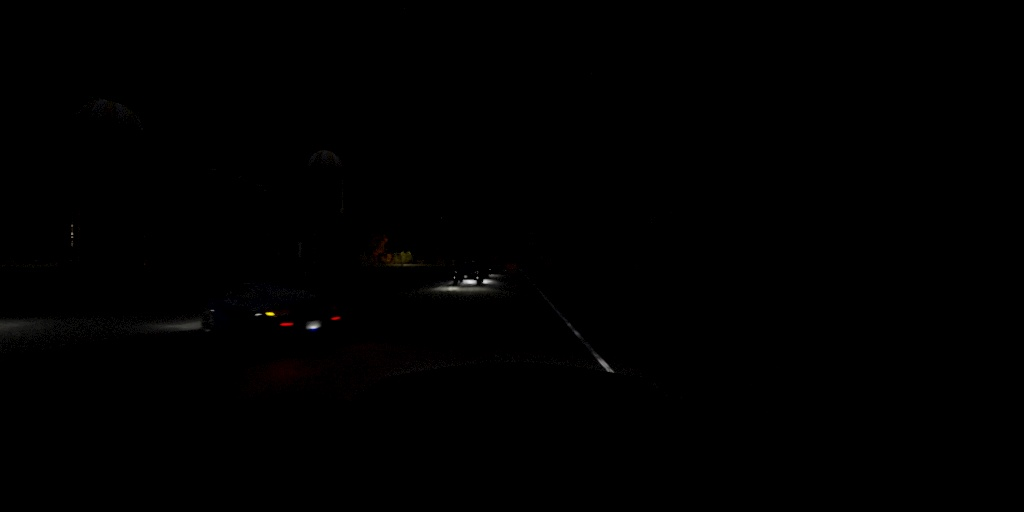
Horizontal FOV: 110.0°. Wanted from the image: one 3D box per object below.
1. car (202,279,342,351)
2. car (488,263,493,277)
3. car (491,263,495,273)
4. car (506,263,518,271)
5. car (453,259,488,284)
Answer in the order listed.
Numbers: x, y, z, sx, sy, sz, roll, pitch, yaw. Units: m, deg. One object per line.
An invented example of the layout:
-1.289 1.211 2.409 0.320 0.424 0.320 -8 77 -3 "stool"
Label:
-6.163 1.323 9.175 4.674 1.442 1.812 0 -1 37 "car"
-3.587 1.776 40.513 1.895 1.301 4.718 0 -1 0 "car"
-3.524 1.788 50.925 1.837 1.490 4.892 0 -1 0 "car"
-0.011 1.878 62.581 1.882 1.535 5.008 0 -1 0 "car"
-3.603 1.292 30.745 2.150 2.045 5.566 0 -1 0 "car"
